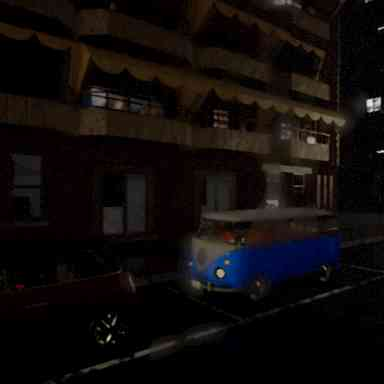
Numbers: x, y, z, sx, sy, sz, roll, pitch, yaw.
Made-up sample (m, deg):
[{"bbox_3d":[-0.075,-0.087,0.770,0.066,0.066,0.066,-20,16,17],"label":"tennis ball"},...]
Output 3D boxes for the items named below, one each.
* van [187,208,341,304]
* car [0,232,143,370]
[{"bbox_3d":[1.801,1.303,7.822,3.998,1.788,1.690,0,1,-35],"label":"van"},{"bbox_3d":[-2.838,1.439,4.514,4.097,1.590,1.967,0,1,-35],"label":"car"}]
